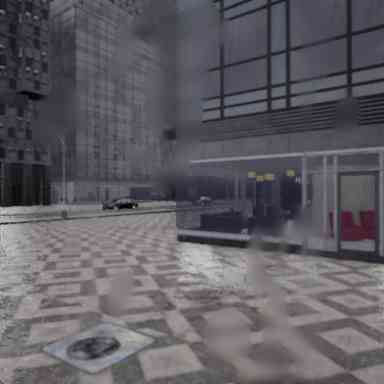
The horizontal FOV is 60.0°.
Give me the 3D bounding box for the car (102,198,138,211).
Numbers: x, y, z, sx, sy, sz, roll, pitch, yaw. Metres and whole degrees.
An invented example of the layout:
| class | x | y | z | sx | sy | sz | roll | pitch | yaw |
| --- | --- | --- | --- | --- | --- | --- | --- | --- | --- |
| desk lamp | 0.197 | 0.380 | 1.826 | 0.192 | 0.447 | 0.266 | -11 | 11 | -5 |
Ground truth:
| class | x | y | z | sx | sy | sz | roll | pitch | yaw |
| --- | --- | --- | --- | --- | --- | --- | --- | --- | --- |
| car | -8.848 | 1.522 | 41.235 | 1.882 | 1.535 | 5.008 | 0 | 0 | 36 |
